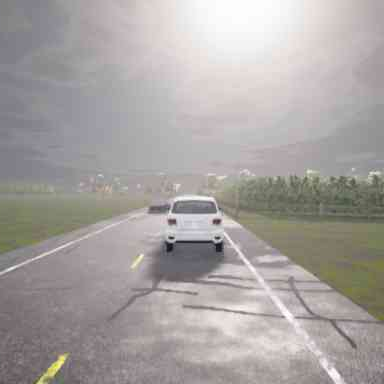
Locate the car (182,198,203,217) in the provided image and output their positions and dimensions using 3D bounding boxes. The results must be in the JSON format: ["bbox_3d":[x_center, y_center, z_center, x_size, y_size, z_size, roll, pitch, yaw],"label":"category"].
[{"bbox_3d":[0.080,1.436,32.039,1.882,1.535,5.008,0,0,0],"label":"car"}]

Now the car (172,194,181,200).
[{"bbox_3d":[-3.536,1.074,77.078,2.033,1.411,5.357,0,0,0],"label":"car"}]

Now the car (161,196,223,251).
[{"bbox_3d":[0.086,1.204,14.169,2.150,2.045,5.566,0,0,0],"label":"car"}]

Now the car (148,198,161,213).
[{"bbox_3d":[-3.614,1.429,36.424,1.882,1.535,5.008,0,0,0],"label":"car"}]
